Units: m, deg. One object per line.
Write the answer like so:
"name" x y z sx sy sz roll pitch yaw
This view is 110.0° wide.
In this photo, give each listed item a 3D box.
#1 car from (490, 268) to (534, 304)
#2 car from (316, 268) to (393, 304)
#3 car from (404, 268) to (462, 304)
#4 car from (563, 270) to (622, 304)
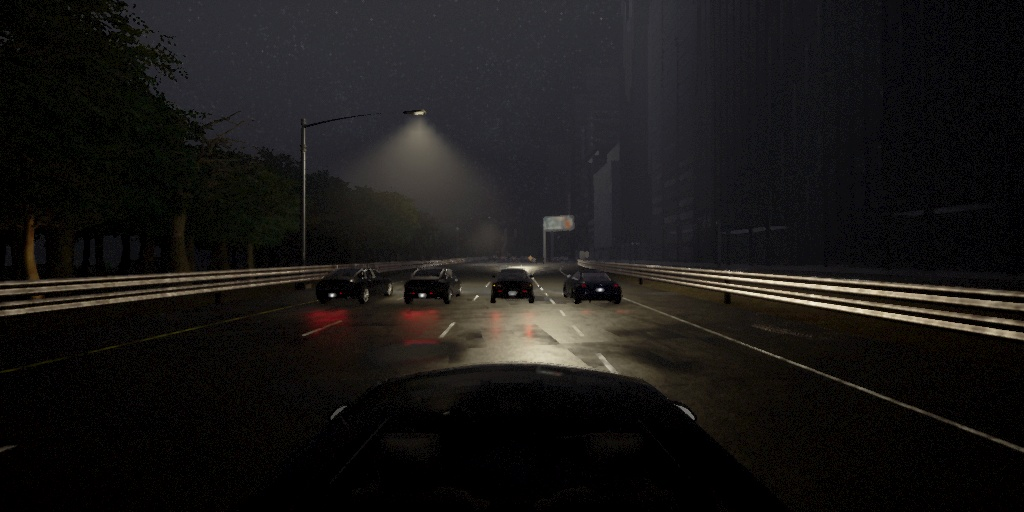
"car" 0.023 1.285 16.324 1.812 1.442 4.674 0 0 0
"car" -6.977 1.268 16.346 1.837 1.490 4.892 0 0 0
"car" -3.477 1.268 16.335 1.837 1.490 4.892 0 0 0
"car" 3.523 1.324 16.313 1.994 1.385 4.181 0 0 0
